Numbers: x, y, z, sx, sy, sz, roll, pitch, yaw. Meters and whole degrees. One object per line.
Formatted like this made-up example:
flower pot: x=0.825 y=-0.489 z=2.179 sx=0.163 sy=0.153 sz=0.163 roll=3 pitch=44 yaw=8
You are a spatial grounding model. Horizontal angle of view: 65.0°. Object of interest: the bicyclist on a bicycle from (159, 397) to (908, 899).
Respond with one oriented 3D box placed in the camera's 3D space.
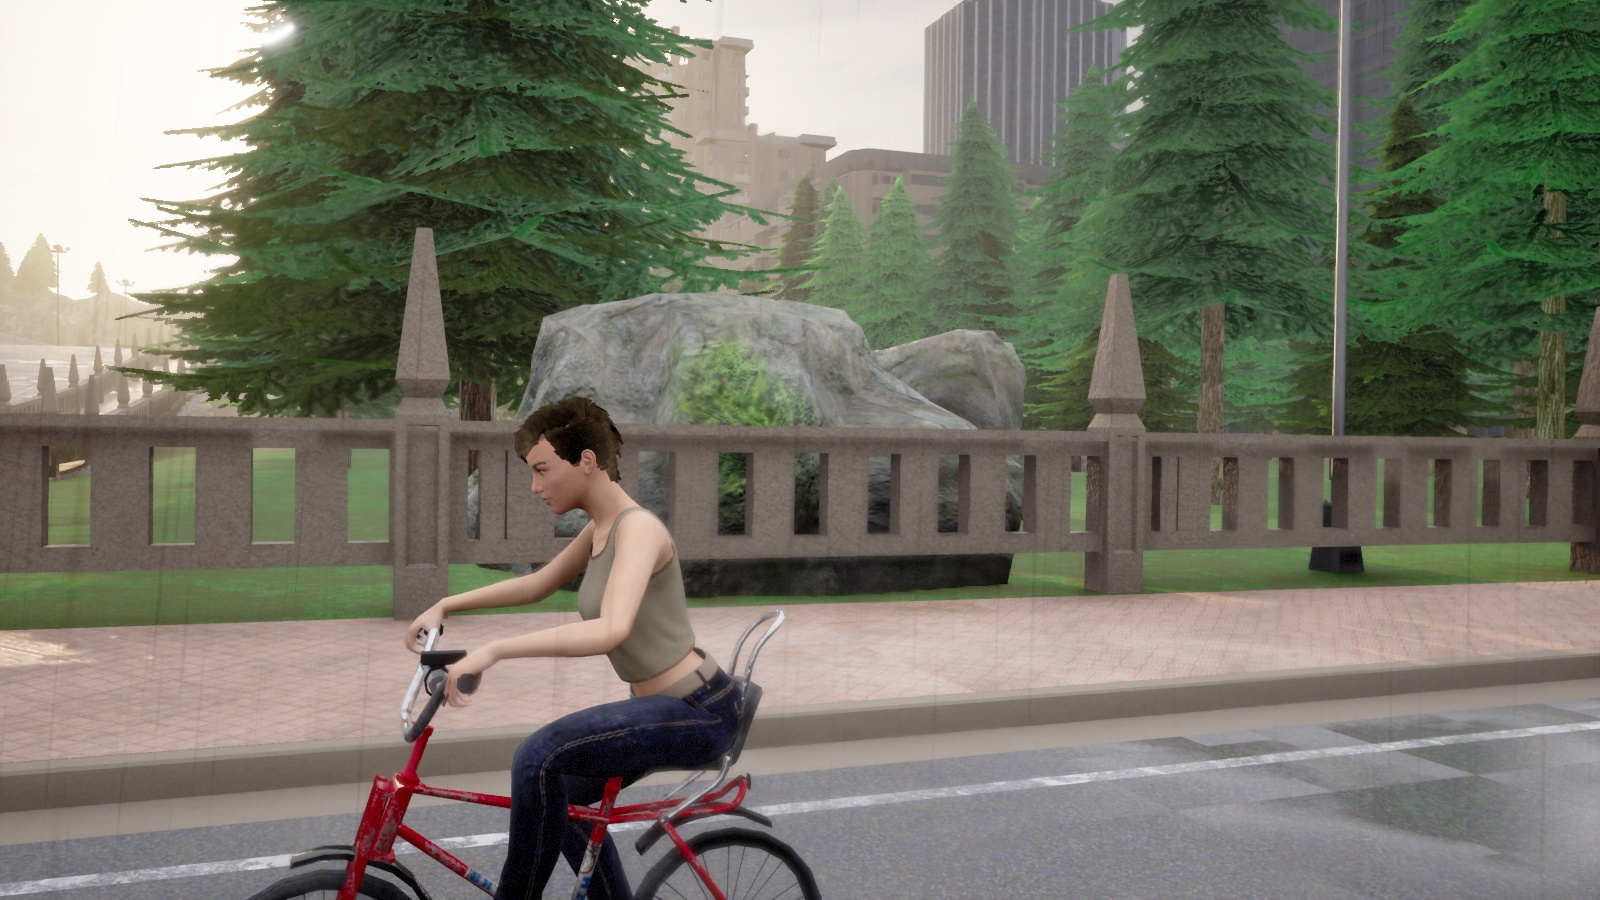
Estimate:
bicyclist on a bicycle: x=-0.616 y=0.692 z=2.999 sx=1.509 sy=1.612 sz=0.866 roll=-1 pitch=1 yaw=-20
